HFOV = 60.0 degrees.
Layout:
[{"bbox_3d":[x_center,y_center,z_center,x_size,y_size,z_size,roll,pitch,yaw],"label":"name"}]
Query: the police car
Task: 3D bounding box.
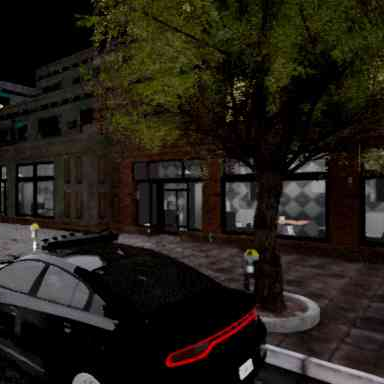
[{"bbox_3d":[-1.609,1.383,4.564,5.238,1.638,1.930,1,0,35],"label":"police car"}]
